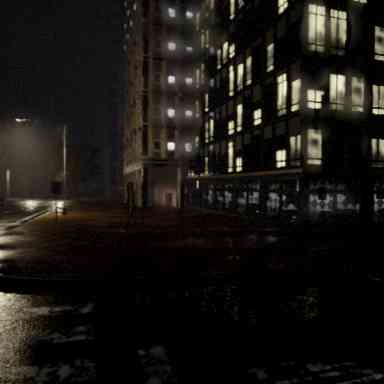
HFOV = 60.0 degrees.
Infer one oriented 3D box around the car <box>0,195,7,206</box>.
[{"bbox_3d":[-27.363,1.185,46.407,1.882,1.535,5.008,0,0,-17],"label":"car"}]
